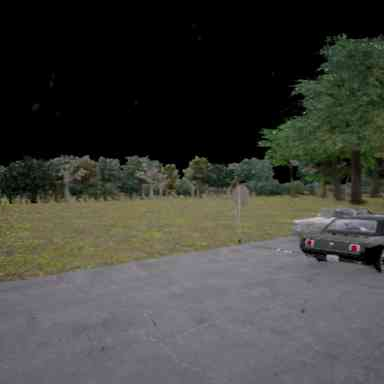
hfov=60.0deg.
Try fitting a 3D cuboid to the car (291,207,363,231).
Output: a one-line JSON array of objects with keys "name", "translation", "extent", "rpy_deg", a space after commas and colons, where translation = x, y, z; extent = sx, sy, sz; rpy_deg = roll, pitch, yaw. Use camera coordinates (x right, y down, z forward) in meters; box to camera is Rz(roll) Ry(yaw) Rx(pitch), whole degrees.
[{"name": "car", "translation": [6.362, 1.324, 14.243], "extent": [4.718, 1.301, 1.895], "rpy_deg": [-1, 0, -37]}]

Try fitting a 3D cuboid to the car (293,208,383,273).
[{"name": "car", "translation": [5.295, 1.340, 9.747], "extent": [4.718, 1.301, 1.895], "rpy_deg": [-1, 0, -38]}]
